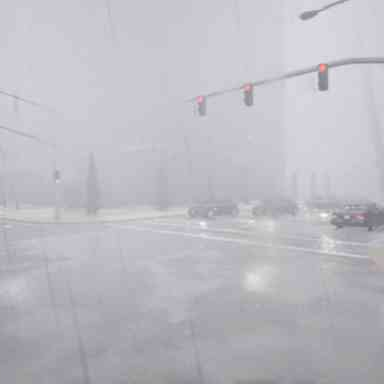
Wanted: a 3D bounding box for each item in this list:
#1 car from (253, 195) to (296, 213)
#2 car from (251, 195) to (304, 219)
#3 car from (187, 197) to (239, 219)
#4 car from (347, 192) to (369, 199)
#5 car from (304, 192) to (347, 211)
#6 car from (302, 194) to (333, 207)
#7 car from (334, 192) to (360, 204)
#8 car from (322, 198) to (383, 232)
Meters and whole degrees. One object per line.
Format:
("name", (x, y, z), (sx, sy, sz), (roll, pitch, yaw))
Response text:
("car", (8.061, 1.078, 32.249), (1.837, 1.490, 4.892), (0, 1, 43))
("car", (6.434, 1.167, 25.437), (1.837, 1.490, 4.892), (0, 1, 43))
("car", (1.697, 1.201, 25.525), (1.837, 1.490, 4.892), (0, 1, 43))
("car", (19.796, 0.968, 39.540), (1.994, 1.385, 4.181), (0, 1, 43))
("car", (12.928, 1.014, 32.298), (1.882, 1.535, 5.008), (0, 1, 44))
("car", (14.909, 1.005, 39.475), (1.994, 1.385, 4.181), (0, 1, 43))
("car", (21.945, 0.811, 46.849), (1.837, 1.490, 4.892), (0, 1, 44))
("car", (9.395, 1.268, 18.223), (2.033, 1.411, 5.357), (0, 1, 45))
